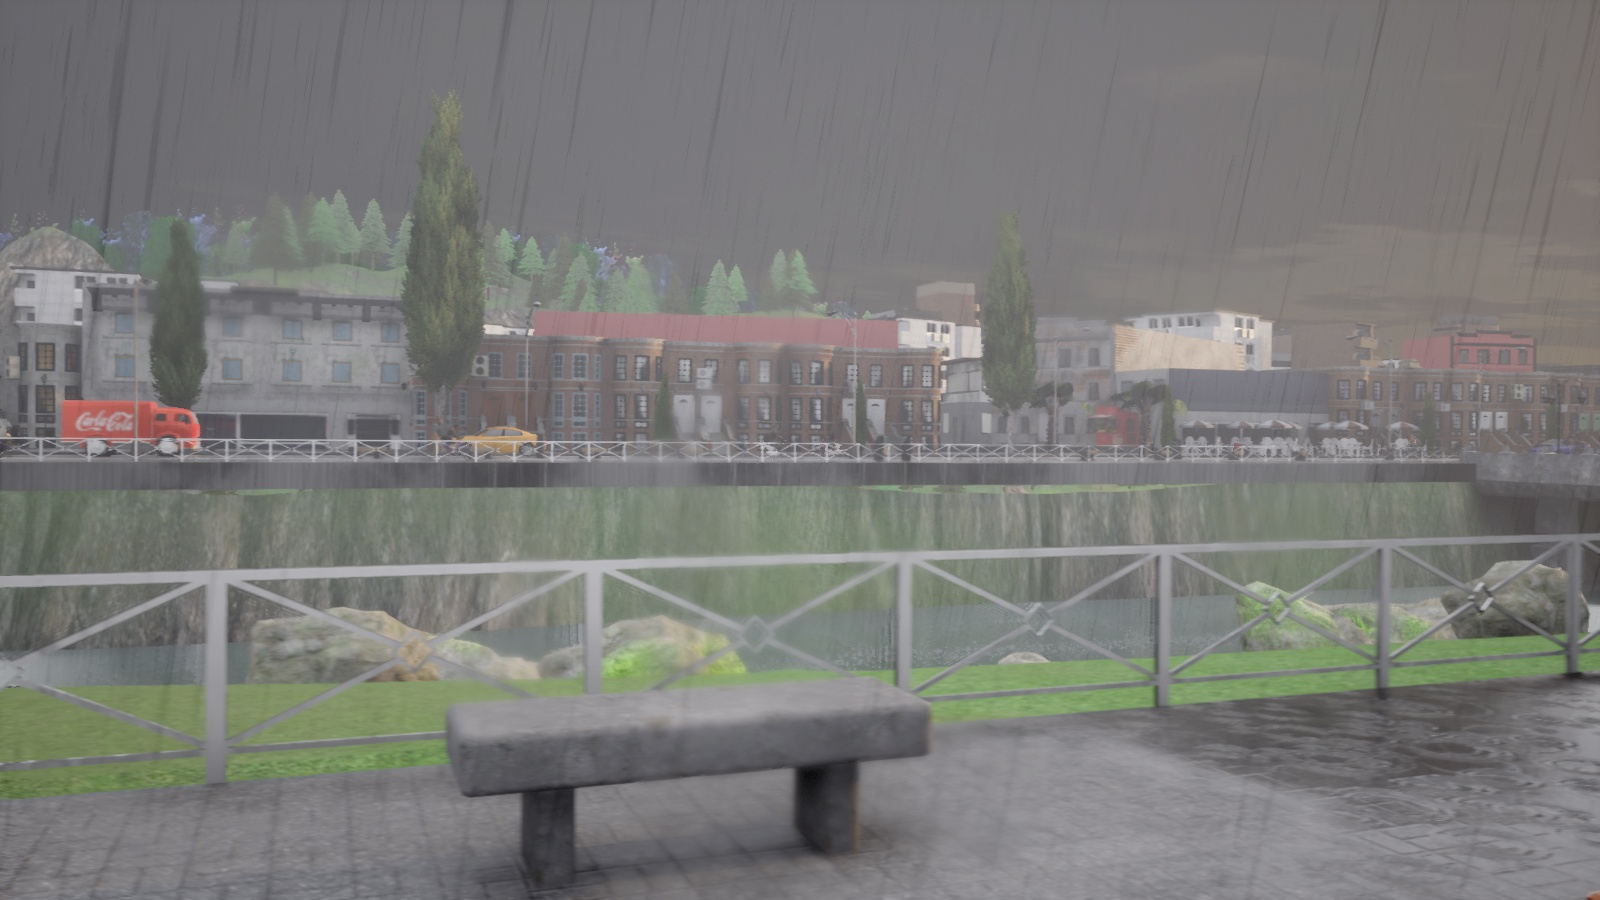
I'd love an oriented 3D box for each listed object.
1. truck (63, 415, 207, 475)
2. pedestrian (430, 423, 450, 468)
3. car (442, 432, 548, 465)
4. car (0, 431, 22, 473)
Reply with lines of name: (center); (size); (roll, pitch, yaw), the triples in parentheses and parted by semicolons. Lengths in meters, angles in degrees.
truck: (-28.759, -0.264, 54.517); (5.204, 2.467, 2.627); (-1, 1, -21)
pedestrian: (-14.869, -0.175, 51.877); (0.694, 1.848, 0.540); (-1, 1, -5)
car: (-15.490, -0.096, 63.842); (5.008, 1.535, 1.882); (-1, 1, -21)
car: (-37.293, 0.114, 55.555); (4.605, 1.855, 1.932); (-1, 1, -21)
